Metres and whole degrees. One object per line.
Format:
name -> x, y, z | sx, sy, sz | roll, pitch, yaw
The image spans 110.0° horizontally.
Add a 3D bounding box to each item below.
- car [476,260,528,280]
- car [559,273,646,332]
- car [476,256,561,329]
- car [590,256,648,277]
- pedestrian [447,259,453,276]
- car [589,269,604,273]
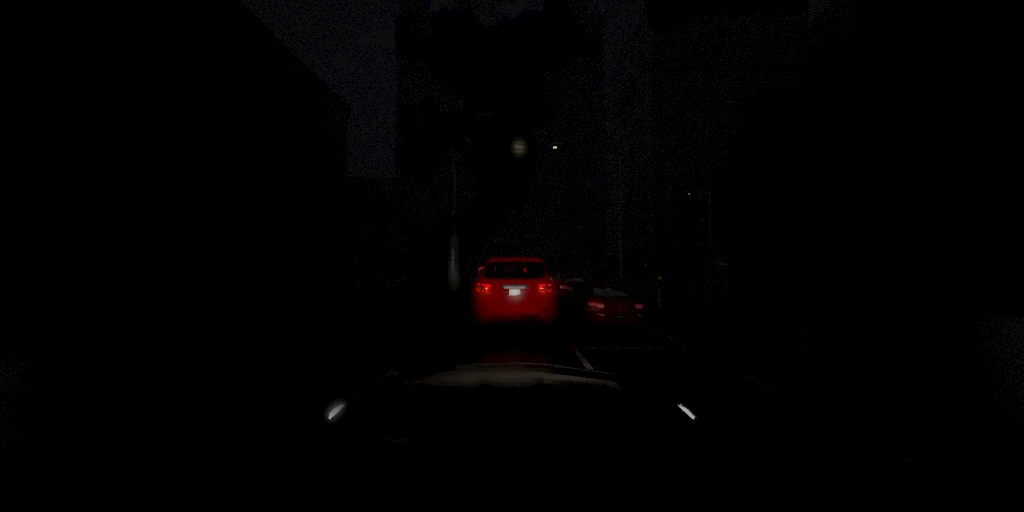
car -> -0.835, 1.234, 32.468 | 4.553, 1.767, 2.097 | 0, -1, 0
car -> 2.663, 1.372, 10.831 | 1.802, 1.307, 4.207 | 0, 0, 0
car -> 0.119, 1.015, 11.620 | 2.150, 2.045, 5.566 | 0, 0, 1
car -> 10.488, 1.052, 35.355 | 5.566, 2.045, 2.150 | 0, -1, 0
pedestrian -> -6.715, 1.204, 38.384 | 0.375, 1.860, 0.375 | 0, -1, 0
car -> 2.680, 1.398, 16.269 | 1.802, 1.307, 4.207 | 0, 0, 0
